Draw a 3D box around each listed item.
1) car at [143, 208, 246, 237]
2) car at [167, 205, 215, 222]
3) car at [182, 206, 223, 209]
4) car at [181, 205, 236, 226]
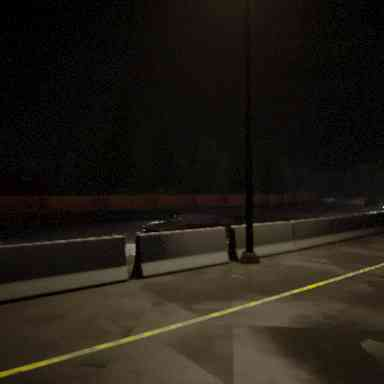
[{"bbox_3d":[0.081,1.773,17.291,5.357,1.411,2.033,0,-1,-39],"label":"car"},{"bbox_3d":[-0.062,1.965,30.995,4.181,1.385,1.994,0,-1,-42],"label":"car"},{"bbox_3d":[1.950,1.834,23.393,5.357,1.411,2.033,0,-1,-41],"label":"car"},{"bbox_3d":[1.437,1.871,27.627,4.674,1.442,1.812,0,-1,-42],"label":"car"}]
